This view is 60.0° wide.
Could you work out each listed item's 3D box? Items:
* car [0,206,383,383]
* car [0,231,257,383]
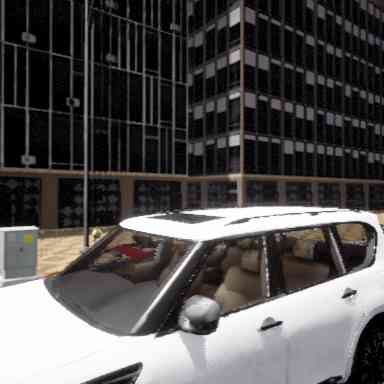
[{"bbox_3d":[0.079,1.219,3.435,5.566,2.045,2.150,0,0,-36],"label":"car"},{"bbox_3d":[-1.005,1.579,5.841,4.206,1.307,1.802,0,0,-36],"label":"car"}]
